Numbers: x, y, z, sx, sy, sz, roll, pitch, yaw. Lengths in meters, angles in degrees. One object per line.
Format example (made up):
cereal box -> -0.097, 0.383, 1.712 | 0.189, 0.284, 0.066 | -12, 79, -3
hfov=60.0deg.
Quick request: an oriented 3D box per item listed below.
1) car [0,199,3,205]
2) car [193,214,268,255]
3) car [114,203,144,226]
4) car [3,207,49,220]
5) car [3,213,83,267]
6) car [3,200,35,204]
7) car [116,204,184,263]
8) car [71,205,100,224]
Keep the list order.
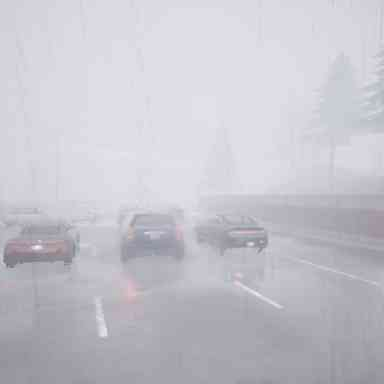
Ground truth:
car -> -28.159, 1.722, 47.092 | 2.128, 1.511, 4.902 | 1, -1, -1
car -> 1.450, 1.670, 14.218 | 2.128, 1.511, 4.902 | 1, -1, -16
car -> -5.003, 1.741, 26.702 | 2.128, 1.511, 4.902 | 1, -1, -10
car -> -11.584, 1.747, 23.664 | 1.895, 1.301, 4.718 | 1, -1, -10
car -> -5.147, 1.646, 11.847 | 1.994, 1.385, 4.181 | 1, -1, -16
car -> -24.716, 1.830, 48.469 | 2.033, 1.411, 5.357 | 1, -1, -1
car -> -1.768, 1.481, 12.762 | 2.097, 1.767, 4.553 | 1, -1, -16
car -> -8.588, 1.739, 26.904 | 1.812, 1.442, 4.674 | 1, -1, -10
